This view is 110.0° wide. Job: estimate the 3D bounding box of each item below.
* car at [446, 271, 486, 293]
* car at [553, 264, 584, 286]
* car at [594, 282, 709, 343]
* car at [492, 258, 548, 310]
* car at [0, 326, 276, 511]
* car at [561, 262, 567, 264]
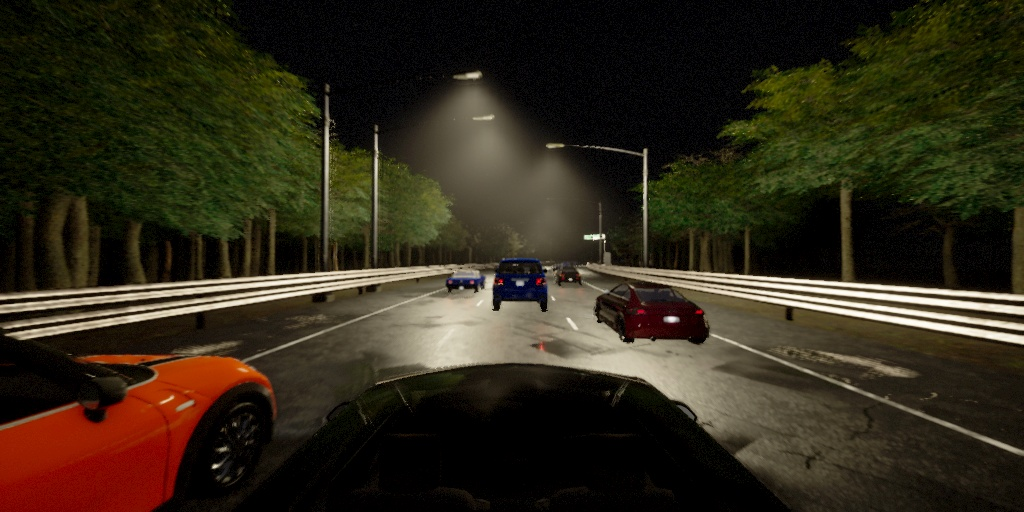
[{"bbox_3d":[-2.803,1.582,22.917,1.895,1.301,4.718,0,-1,3],"label":"car"},{"bbox_3d":[4.458,1.583,28.698,1.812,1.442,4.674,0,-1,4],"label":"car"},{"bbox_3d":[3.610,1.412,10.010,1.994,1.385,4.181,0,-1,1],"label":"car"},{"bbox_3d":[0.376,1.127,15.667,2.150,2.045,5.566,0,-1,2],"label":"car"},{"bbox_3d":[-3.366,1.095,1.659,2.097,1.767,4.553,0,-1,0],"label":"car"},{"bbox_3d":[8.098,2.012,61.766,1.895,1.301,4.718,0,-1,9],"label":"car"}]
